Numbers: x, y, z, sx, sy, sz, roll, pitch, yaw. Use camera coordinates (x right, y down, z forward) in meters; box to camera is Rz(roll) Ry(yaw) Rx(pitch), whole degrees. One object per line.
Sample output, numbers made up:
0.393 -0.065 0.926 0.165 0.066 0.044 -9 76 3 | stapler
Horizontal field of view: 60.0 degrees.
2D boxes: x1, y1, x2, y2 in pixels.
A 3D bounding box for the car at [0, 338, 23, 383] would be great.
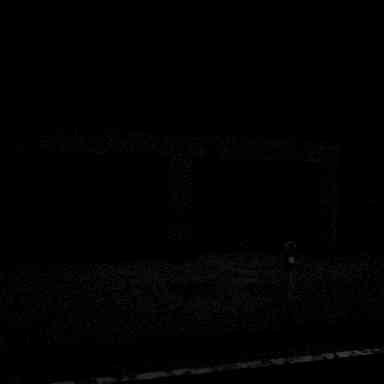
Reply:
-3.646 1.355 1.776 4.829 1.417 1.752 1 1 -14 | car
